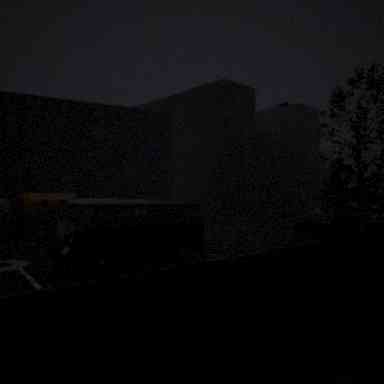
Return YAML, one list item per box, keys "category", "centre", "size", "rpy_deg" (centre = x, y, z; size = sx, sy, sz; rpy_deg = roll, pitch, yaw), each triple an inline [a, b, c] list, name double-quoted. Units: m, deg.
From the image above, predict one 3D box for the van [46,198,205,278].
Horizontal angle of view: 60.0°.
- category: "van"
  centre: [-1.783, 1.173, 9.625]
  size: [4.442, 1.987, 1.878]
  rpy_deg: [1, 0, -38]

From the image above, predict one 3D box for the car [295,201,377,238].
- category: "car"
  centre: [7.051, 1.348, 16.600]
  size: [4.674, 1.452, 2.002]
  rpy_deg: [1, 0, -40]

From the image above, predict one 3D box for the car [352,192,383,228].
- category: "car"
  centre: [11.273, 1.009, 20.217]
  size: [5.566, 2.045, 2.435]
  rpy_deg: [1, 0, -44]
